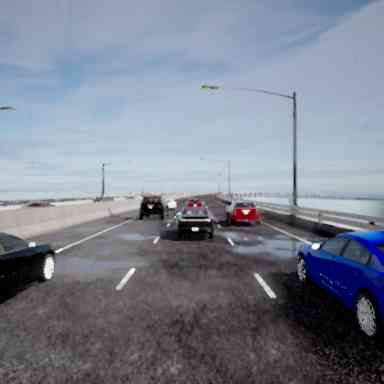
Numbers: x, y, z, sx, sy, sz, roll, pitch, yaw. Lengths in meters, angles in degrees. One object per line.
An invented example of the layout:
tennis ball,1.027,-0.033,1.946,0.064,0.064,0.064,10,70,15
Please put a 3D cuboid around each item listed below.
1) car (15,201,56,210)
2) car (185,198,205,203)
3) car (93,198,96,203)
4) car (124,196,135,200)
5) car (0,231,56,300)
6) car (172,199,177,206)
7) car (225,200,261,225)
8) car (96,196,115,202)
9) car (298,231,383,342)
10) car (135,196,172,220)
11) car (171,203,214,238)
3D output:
car,-13.933,1.587,29.785,1.882,1.535,5.008,0,0,1
car,0.349,1.478,36.798,2.097,1.767,4.553,0,0,1
car,-20.055,1.712,72.784,1.837,1.490,4.892,0,0,1
car,-13.114,1.689,70.364,1.882,1.535,5.008,0,0,1
car,-4.541,1.505,6.857,1.882,1.535,5.008,0,0,0
car,-3.096,1.680,45.613,1.812,1.442,4.674,0,0,2
car,3.717,1.437,24.925,2.097,1.767,4.553,0,0,1
car,-16.721,1.759,66.078,2.033,1.411,5.357,0,0,1
car,3.614,1.500,6.539,1.882,1.535,5.008,0,0,0
car,-3.304,1.328,29.720,2.150,2.045,5.566,0,0,1
car,0.164,1.555,18.099,2.128,1.511,4.902,0,0,0
